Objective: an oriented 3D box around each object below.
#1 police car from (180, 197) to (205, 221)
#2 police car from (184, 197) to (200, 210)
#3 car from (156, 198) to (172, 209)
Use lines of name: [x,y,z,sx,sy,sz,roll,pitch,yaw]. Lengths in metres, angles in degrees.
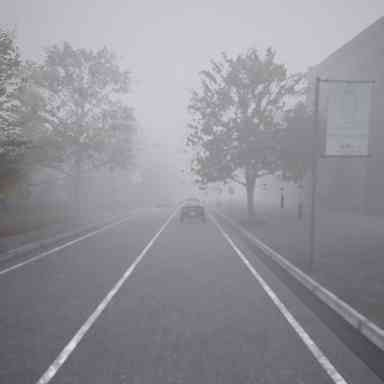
police car: [0.052,1.376,26.577,1.930,1.638,5.238,0,0,0]
police car: [0.013,1.425,43.966,2.038,1.542,4.974,0,0,0]
car: [-3.662,1.468,43.937,2.033,1.411,5.357,0,0,0]
